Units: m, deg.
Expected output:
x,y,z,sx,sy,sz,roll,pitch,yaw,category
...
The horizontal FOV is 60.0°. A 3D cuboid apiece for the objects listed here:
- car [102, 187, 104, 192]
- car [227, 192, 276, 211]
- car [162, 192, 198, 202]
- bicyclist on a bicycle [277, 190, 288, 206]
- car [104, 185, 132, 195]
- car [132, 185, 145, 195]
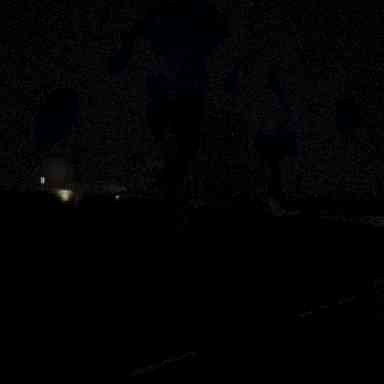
x,y,z,sx,sy,sz,roll,pitch,yaw,category
-15.413,-0.662,63.177,1.882,1.535,5.008,0,2,-36,car
5.152,0.742,29.205,2.128,1.511,4.902,0,2,-35,car
-1.470,0.378,38.514,2.033,1.411,5.357,0,2,-35,car
9.199,0.665,33.841,1.656,1.620,0.582,0,2,-35,bicyclist on a bicycle
-11.890,-0.283,53.300,1.812,1.442,4.674,0,2,-35,car
-9.499,-0.450,54.879,2.097,1.767,4.553,0,2,-36,car
